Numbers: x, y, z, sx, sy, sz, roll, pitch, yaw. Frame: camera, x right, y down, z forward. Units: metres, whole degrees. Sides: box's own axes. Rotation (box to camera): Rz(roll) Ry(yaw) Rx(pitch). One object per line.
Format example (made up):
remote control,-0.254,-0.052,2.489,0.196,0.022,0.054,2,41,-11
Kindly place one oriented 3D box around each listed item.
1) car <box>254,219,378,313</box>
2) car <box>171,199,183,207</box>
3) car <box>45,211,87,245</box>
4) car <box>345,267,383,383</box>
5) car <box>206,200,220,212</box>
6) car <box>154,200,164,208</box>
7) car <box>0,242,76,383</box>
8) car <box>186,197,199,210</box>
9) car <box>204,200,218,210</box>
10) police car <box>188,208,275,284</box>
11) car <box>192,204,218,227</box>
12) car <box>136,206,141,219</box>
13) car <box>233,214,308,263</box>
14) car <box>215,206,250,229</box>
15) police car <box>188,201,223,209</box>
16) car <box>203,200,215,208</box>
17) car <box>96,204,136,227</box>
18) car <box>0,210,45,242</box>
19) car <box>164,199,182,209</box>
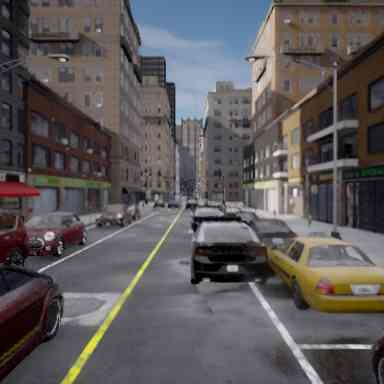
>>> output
car,2.862,1.596,7.806,1.752,1.417,4.829,-1,-1,0
car,-2.955,2.148,66.868,2.033,1.411,5.357,0,0,0
car,-5.669,1.559,13.228,1.967,1.590,4.097,-1,-1,0
car,2.858,1.601,2.050,1.802,1.307,4.206,-1,-1,0
car,2.898,1.934,46.905,1.752,1.417,4.829,-1,0,0
car,-5.637,2.043,57.912,1.887,1.381,4.507,-1,0,0
car,-3.098,1.599,3.792,1.994,1.385,4.181,0,-1,0
car,0.069,1.909,49.698,1.882,1.535,5.008,0,0,0
car,2.904,2.019,52.321,1.947,1.339,4.313,-1,0,0
police car,0.906,1.516,9.975,1.930,1.638,5.238,0,-1,0
car,0.917,1.756,25.865,1.812,1.442,4.674,0,-1,0
car,-5.656,1.848,29.984,1.802,1.307,4.206,-1,-1,0
car,2.867,1.685,13.221,1.947,1.339,4.313,-1,-1,0
car,2.878,1.768,24.393,2.008,1.369,4.403,-1,-1,0
police car,0.913,1.604,19.975,1.930,1.638,5.238,0,-1,0
car,2.909,2.081,57.907,1.802,1.307,4.206,-1,0,0
car,-5.661,1.657,24.399,1.967,1.590,4.097,-1,-1,0
car,-5.674,1.385,7.644,2.192,1.841,5.009,-1,-1,0
car,-2.977,2.070,54.264,1.895,1.301,4.718,0,0,0
